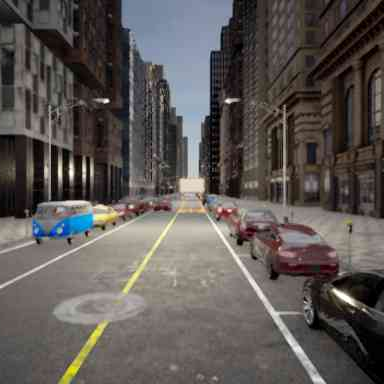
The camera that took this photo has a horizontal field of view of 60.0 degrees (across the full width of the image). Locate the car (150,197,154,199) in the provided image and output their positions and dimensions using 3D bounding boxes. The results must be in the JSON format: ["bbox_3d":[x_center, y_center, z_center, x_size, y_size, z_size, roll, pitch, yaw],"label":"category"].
[{"bbox_3d":[-5.769,1.526,37.614,1.802,1.307,4.206,0,0,0],"label":"car"}]

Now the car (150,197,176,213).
[{"bbox_3d":[-3.101,1.547,36.304,1.895,1.301,4.718,0,0,0],"label":"car"}]

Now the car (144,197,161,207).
[{"bbox_3d":[-5.770,1.481,48.818,2.008,1.369,4.403,0,0,0],"label":"car"}]

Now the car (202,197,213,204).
[{"bbox_3d":[2.754,1.501,60.036,1.802,1.307,4.206,0,0,0],"label":"car"}]

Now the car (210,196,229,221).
[{"bbox_3d":[2.757,1.400,26.424,1.967,1.590,4.097,0,0,0],"label":"car"}]

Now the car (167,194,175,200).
[{"bbox_3d":[-5.776,1.334,93.634,1.967,1.590,4.097,0,0,0],"label":"car"}]

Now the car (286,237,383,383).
[{"bbox_3d":[2.760,1.559,4.018,1.947,1.339,4.313,0,0,0],"label":"car"}]

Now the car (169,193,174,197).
[{"bbox_3d":[-5.774,1.450,76.828,1.887,1.381,4.507,0,0,0],"label":"car"}]

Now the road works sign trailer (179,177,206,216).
[{"bbox_3d":[-0.004,0.417,31.467,2.380,3.560,2.880,0,0,0],"label":"road works sign trailer"}]

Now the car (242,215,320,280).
[{"bbox_3d":[2.759,1.567,9.620,1.802,1.307,4.206,0,0,0],"label":"car"}]

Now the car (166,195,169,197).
[{"bbox_3d":[-5.772,1.485,60.021,1.947,1.339,4.313,0,0,0],"label":"car"}]

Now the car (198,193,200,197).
[{"bbox_3d":[2.752,1.229,65.637,2.192,1.841,5.009,0,0,0],"label":"car"}]

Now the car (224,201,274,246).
[{"bbox_3d":[2.758,1.416,15.221,1.967,1.590,4.097,0,0,0],"label":"car"}]

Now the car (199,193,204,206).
[{"bbox_3d":[2.753,1.240,54.433,2.192,1.841,5.009,0,0,0],"label":"car"}]

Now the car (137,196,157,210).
[{"bbox_3d":[-5.770,1.377,43.215,1.967,1.590,4.097,0,0,0],"label":"car"}]

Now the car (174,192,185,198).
[{"bbox_3d":[-3.008,0.954,77.936,2.097,1.767,4.553,0,0,0],"label":"car"}]

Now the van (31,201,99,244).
[{"bbox_3d":[-5.767,1.317,15.205,1.690,1.788,3.998,0,0,0],"label":"van"}]

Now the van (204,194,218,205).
[{"bbox_3d":[2.755,1.278,43.230,1.690,1.788,3.998,0,0,0],"label":"van"}]

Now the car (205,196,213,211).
[{"bbox_3d":[2.756,1.470,37.799,1.752,1.417,4.829,0,0,0],"label":"car"}]

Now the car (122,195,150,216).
[{"bbox_3d":[-5.769,1.267,32.011,2.192,1.841,5.009,0,0,0],"label":"car"}]

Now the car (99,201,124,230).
[{"bbox_3d":[-5.767,1.494,20.637,1.752,1.417,4.829,0,0,0],"label":"car"}]

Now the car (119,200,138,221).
[{"bbox_3d":[-5.768,1.542,26.409,1.802,1.307,4.206,0,0,0],"label":"car"}]
